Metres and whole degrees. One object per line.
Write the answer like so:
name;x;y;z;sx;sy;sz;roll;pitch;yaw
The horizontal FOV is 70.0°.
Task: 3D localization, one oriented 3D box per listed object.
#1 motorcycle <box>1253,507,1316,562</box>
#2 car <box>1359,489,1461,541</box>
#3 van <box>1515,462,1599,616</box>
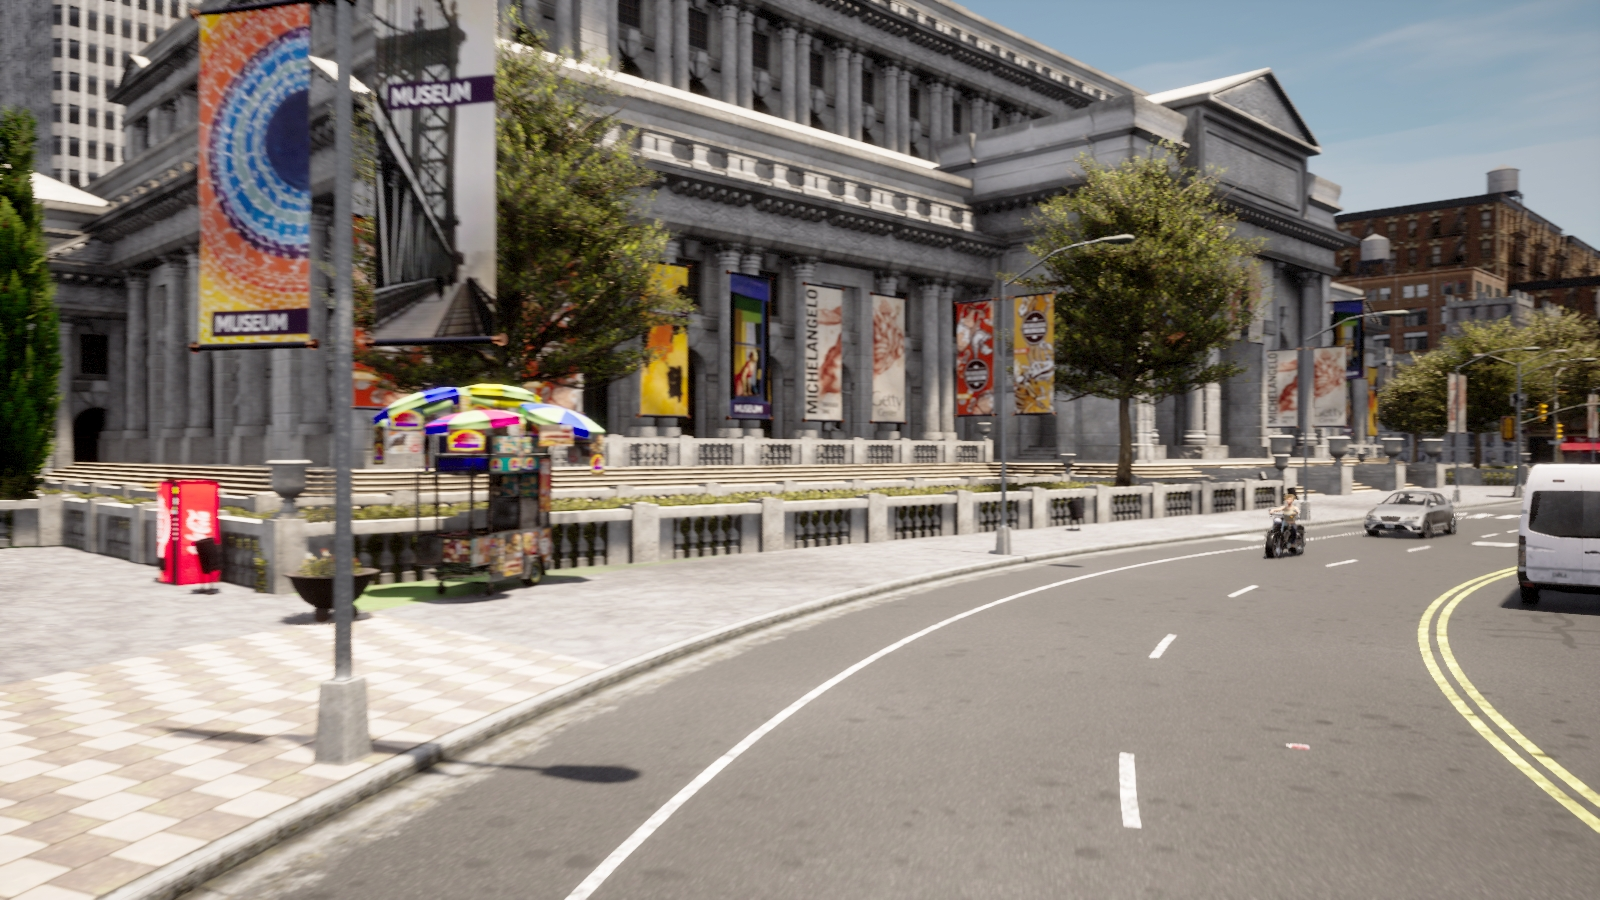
motorcycle;12.726;2.181;29.970;0.764;1.277;2.356;0;0;43
car;20.016;2.083;37.415;1.816;1.474;4.193;0;0;45
van;15.214;1.548;21.970;1.988;2.561;5.915;0;0;37
